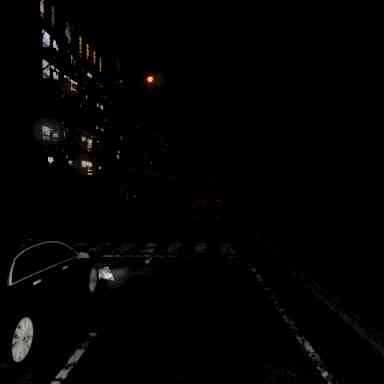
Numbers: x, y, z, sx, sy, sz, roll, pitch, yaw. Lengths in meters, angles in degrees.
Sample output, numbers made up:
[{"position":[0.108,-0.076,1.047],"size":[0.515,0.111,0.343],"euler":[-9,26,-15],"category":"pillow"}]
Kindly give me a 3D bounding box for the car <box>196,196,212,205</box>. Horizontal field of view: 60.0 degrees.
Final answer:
[{"position":[1.980,1.552,63.308],"size":[2.097,1.767,4.553],"euler":[0,0,9],"category":"car"}]

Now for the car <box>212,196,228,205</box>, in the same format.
[{"position":[5.275,1.707,63.415],"size":[1.837,1.490,4.892],"euler":[0,0,9],"category":"car"}]

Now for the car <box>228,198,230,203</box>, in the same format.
[{"position":[7.849,1.855,78.711],"size":[1.994,1.385,4.181],"euler":[0,0,12],"category":"car"}]

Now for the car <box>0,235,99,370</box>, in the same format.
[{"position":[-3.047,1.507,5.679],"size":[1.837,1.490,4.892],"euler":[0,0,1],"category":"car"}]

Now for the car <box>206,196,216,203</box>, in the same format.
[{"position":[4.613,1.802,79.107],"size":[1.837,1.490,4.892],"euler":[0,0,11],"category":"car"}]
